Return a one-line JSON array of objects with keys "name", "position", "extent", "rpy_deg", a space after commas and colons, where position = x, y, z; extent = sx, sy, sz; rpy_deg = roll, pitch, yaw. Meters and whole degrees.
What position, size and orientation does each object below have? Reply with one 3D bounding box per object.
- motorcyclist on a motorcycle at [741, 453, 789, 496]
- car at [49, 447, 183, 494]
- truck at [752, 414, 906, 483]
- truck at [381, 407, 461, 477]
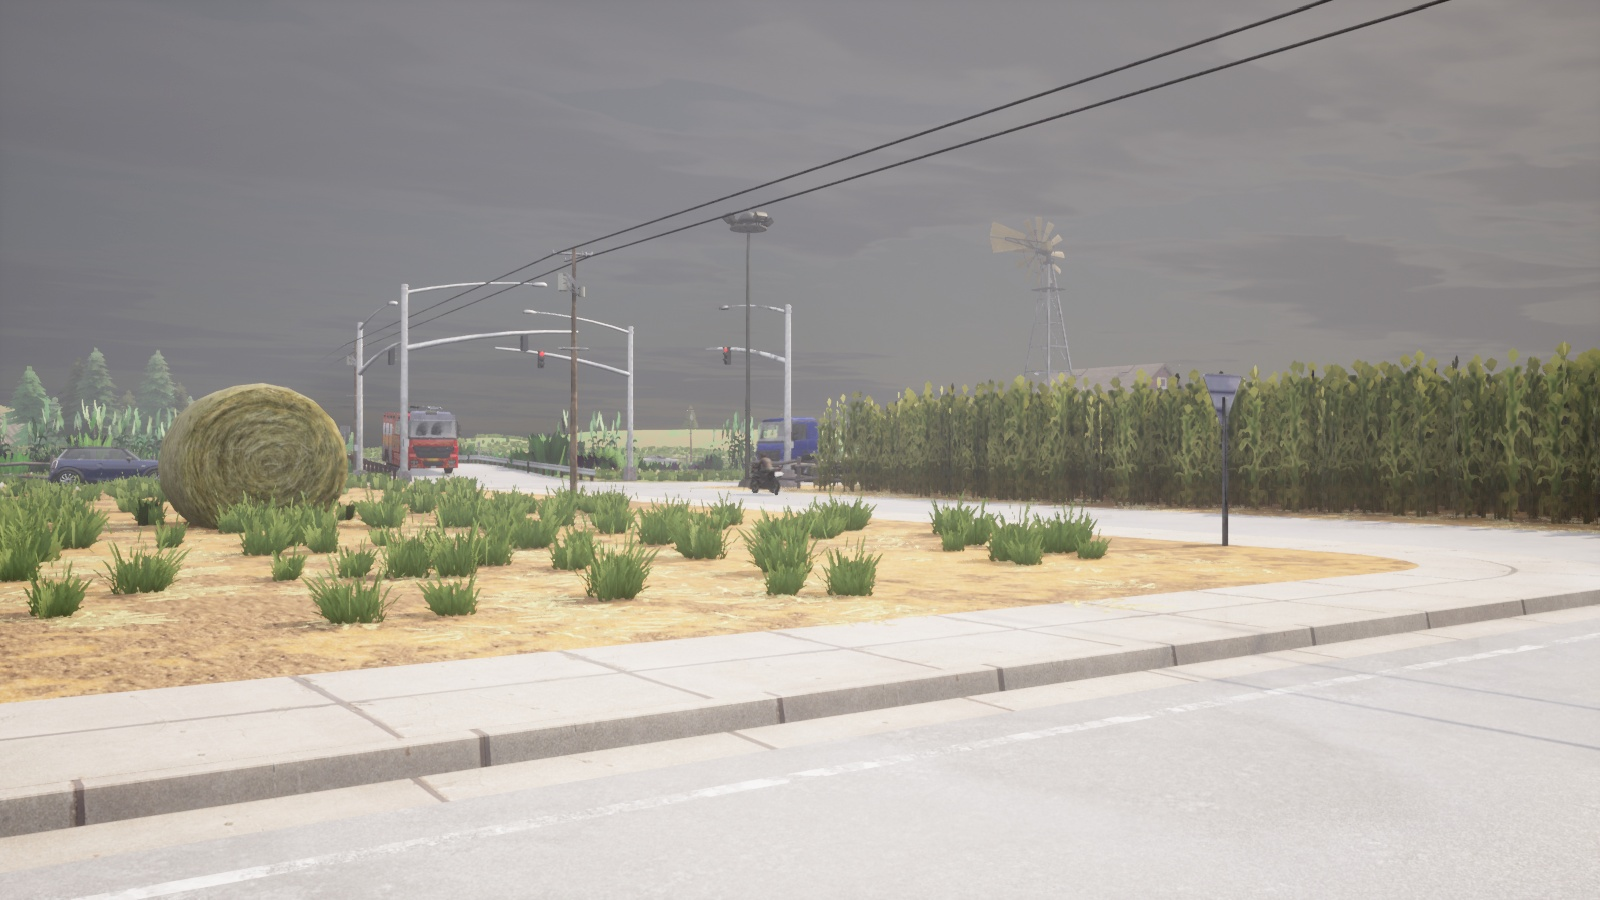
[{"name": "motorcyclist on a motorcycle", "position": [-1.284, 0.868, 45.486], "extent": [0.797, 1.523, 2.044], "rpy_deg": [0, 0, -34]}, {"name": "car", "position": [-26.926, 0.773, 49.439], "extent": [4.553, 1.767, 2.097], "rpy_deg": [0, 0, -31]}, {"name": "truck", "position": [1.597, -0.048, 66.771], "extent": [7.936, 3.462, 2.891], "rpy_deg": [0, 0, -34]}, {"name": "truck", "position": [-22.412, -0.567, 73.935], "extent": [2.891, 3.827, 8.468], "rpy_deg": [0, 2, -28]}]
